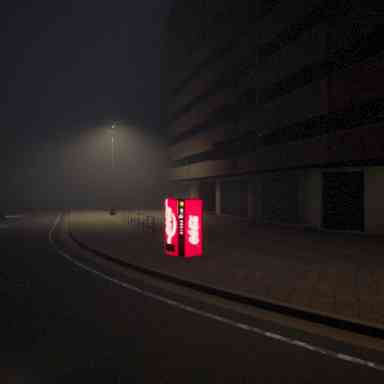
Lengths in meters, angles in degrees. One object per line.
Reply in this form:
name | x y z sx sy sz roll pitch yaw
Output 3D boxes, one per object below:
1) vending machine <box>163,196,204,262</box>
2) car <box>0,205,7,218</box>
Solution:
vending machine | -0.287 1.195 11.318 1.100 2.100 0.880 0 0 -39
car | -16.233 1.526 26.631 1.812 1.442 4.674 0 0 -20
